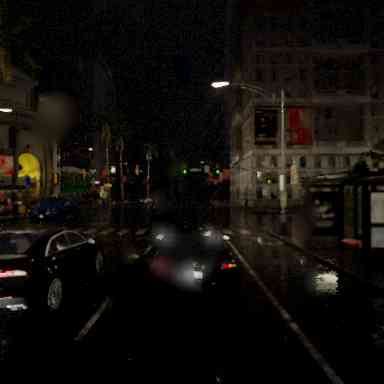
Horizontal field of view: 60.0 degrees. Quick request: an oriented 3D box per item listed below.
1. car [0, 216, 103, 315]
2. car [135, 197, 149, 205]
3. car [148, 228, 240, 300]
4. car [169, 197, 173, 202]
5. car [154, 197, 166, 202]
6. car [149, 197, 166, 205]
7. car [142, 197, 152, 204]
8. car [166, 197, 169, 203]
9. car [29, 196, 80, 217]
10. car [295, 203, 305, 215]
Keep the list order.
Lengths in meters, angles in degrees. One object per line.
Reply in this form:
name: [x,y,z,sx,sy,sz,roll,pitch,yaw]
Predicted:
car: [-3.452,1.540,7.621,2.128,1.511,4.902,0,0,0]
car: [-10.669,1.964,69.919,2.033,1.411,5.357,0,0,0]
car: [0.049,1.617,8.576,1.994,1.385,4.181,0,0,0]
car: [-6.365,2.022,89.818,1.882,1.535,5.008,0,0,10]
car: [-8.968,2.096,94.173,2.128,1.511,4.902,0,0,13]
car: [-7.168,1.947,69.656,2.128,1.511,4.902,0,0,0]
car: [-10.689,2.008,79.898,1.812,1.442,4.674,0,0,0]
car: [-7.186,2.007,79.703,1.812,1.442,4.674,0,0,0]
car: [-10.663,1.382,26.298,2.150,2.045,5.566,0,0,0]
car: [13.325,1.687,34.617,5.008,1.535,1.882,0,0,0]
